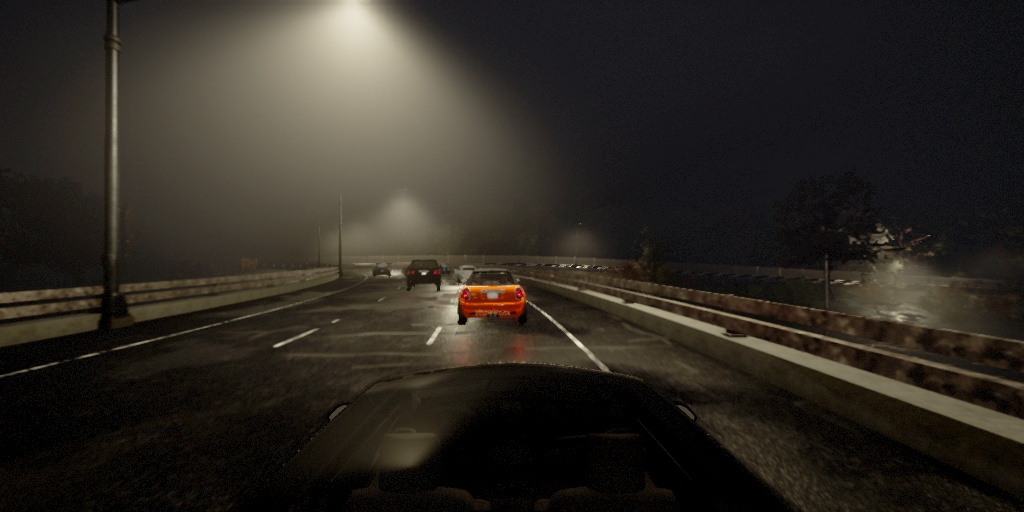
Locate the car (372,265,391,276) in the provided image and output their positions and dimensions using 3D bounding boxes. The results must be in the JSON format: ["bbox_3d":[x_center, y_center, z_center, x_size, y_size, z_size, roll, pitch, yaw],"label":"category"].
[{"bbox_3d":[-16.467,1.782,45.117,1.994,1.385,4.181,0,-1,-24],"label":"car"}]

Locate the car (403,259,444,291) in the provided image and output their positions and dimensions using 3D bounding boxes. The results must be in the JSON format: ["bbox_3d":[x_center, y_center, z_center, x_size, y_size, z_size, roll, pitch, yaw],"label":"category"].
[{"bbox_3d":[-6.020,1.206,24.764,2.150,2.045,5.566,0,0,-13],"label":"car"}]

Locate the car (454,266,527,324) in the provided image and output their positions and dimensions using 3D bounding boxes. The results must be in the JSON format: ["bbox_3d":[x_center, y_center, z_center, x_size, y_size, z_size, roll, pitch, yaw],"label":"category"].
[{"bbox_3d":[-0.742,1.202,12.658,2.097,1.767,4.553,0,0,-5],"label":"car"}]

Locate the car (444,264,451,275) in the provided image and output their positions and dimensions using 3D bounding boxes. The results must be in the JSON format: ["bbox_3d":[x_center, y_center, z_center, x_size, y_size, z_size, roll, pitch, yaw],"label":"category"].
[{"bbox_3d":[-9.454,1.743,46.814,2.033,1.411,5.357,0,-1,-24],"label":"car"}]
